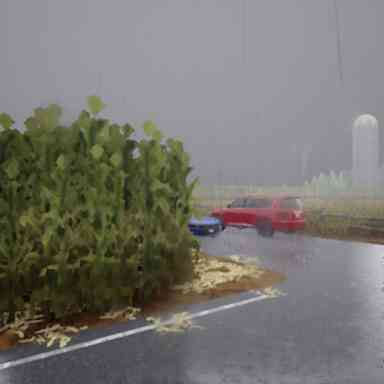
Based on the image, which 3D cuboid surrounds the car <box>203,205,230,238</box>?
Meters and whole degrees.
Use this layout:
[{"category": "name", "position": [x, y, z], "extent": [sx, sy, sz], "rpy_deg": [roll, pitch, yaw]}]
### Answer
[{"category": "car", "position": [-0.573, 1.471, 16.940], "extent": [1.882, 1.535, 5.008], "rpy_deg": [0, 0, -35]}]

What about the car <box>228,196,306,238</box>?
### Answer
[{"category": "car", "position": [3.337, 1.212, 17.860], "extent": [2.150, 2.045, 5.566], "rpy_deg": [0, 0, -39]}]
